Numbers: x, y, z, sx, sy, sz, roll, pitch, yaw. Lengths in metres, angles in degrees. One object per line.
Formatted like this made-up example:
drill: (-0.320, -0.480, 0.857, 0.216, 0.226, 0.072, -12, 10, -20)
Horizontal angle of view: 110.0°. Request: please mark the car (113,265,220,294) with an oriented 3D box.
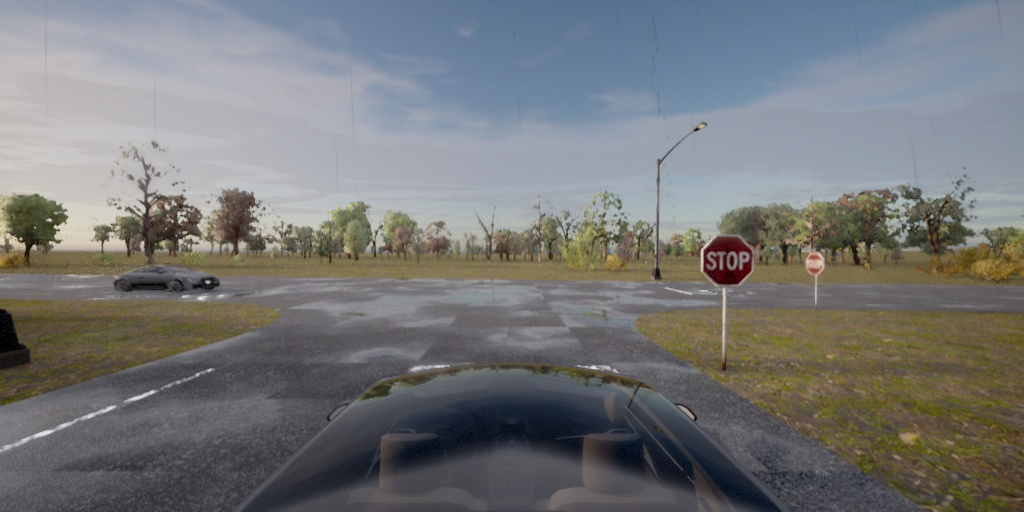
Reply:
car: (-17.615, 1.144, 18.416, 4.181, 1.385, 1.994, 1, 1, 0)
